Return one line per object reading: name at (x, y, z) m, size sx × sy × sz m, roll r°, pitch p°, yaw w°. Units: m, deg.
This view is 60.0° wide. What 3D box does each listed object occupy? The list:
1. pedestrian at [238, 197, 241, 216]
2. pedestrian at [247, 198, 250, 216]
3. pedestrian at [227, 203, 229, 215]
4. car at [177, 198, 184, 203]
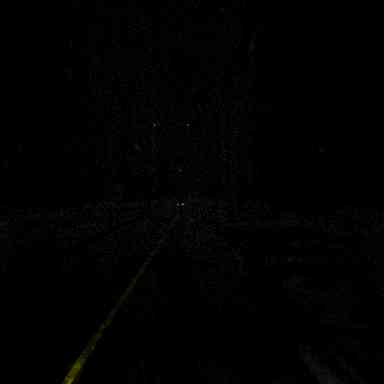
pedestrian at (4.635, 1.436, 32.678) m, size 0.375 × 1.860 × 0.375 m, roll 0°, pitch 0°, yaw 0°
pedestrian at (5.635, 1.452, 33.278) m, size 0.375 × 1.860 × 0.375 m, roll 0°, pitch 0°, yaw 0°
pedestrian at (3.635, 1.722, 33.876) m, size 0.375 × 1.300 × 0.375 m, roll 0°, pitch 0°, yaw 0°
car at (-3.099, 2.337, 90.679) m, size 2.033 × 1.411 × 5.357 m, roll 0°, pitch -1°, yaw 0°
